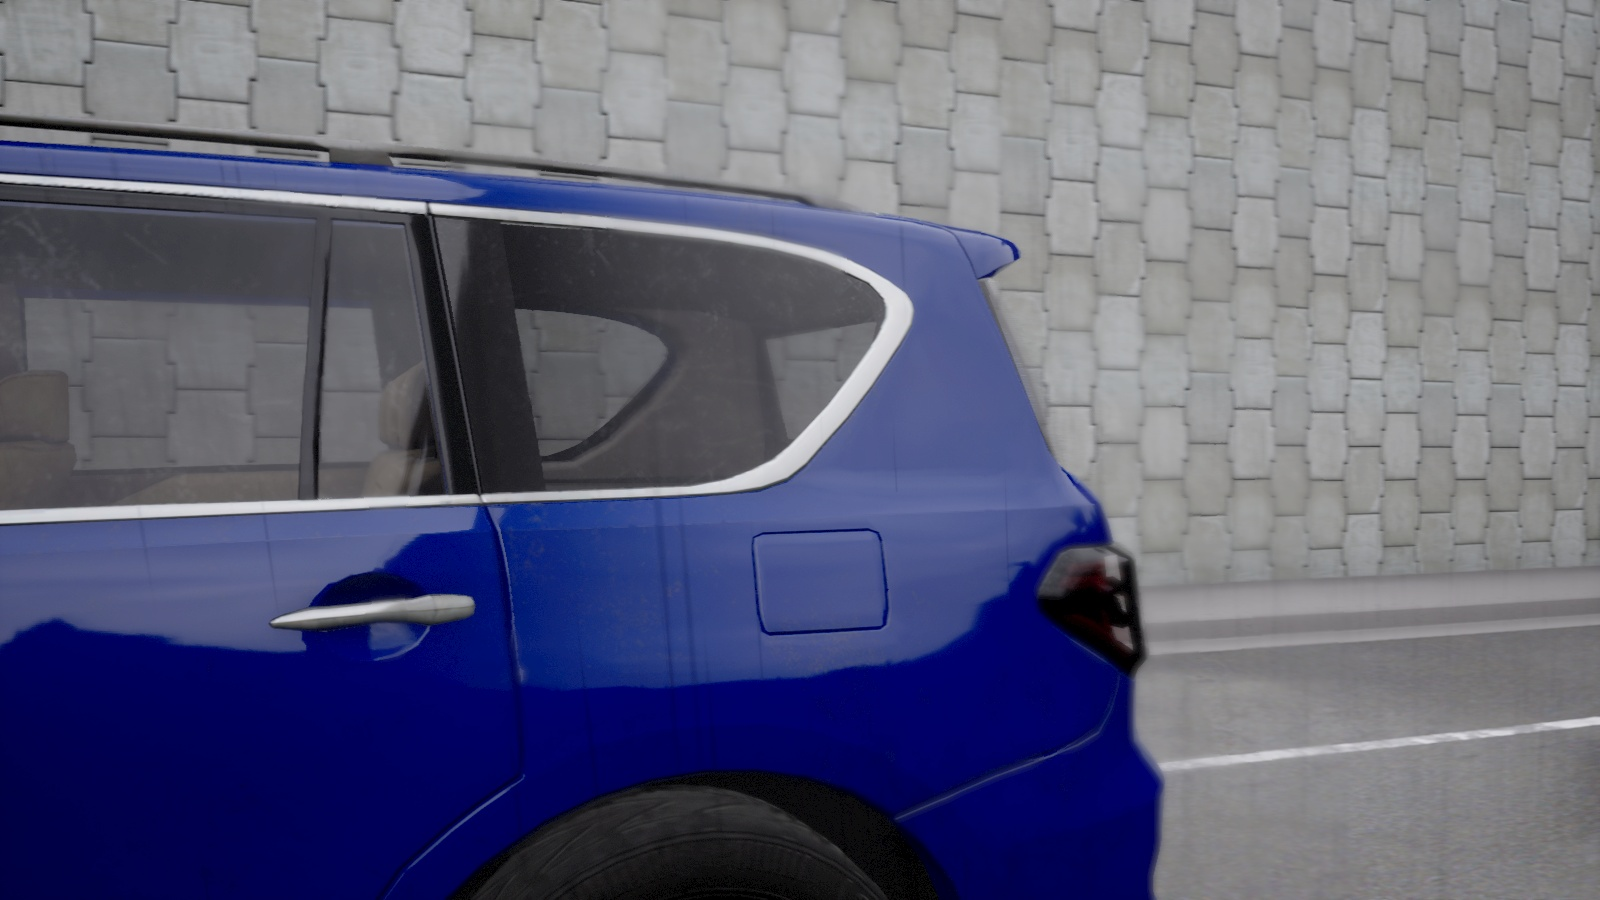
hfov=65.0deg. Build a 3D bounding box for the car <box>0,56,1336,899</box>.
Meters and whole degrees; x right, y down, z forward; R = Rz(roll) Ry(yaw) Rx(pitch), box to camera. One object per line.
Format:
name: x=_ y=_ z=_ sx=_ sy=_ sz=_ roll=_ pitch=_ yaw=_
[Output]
car: x=-1.927 y=0.497 z=2.497 sx=5.566 sy=2.045 sz=2.150 roll=-1 pitch=1 yaw=-21
